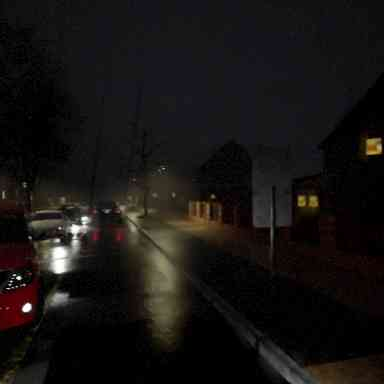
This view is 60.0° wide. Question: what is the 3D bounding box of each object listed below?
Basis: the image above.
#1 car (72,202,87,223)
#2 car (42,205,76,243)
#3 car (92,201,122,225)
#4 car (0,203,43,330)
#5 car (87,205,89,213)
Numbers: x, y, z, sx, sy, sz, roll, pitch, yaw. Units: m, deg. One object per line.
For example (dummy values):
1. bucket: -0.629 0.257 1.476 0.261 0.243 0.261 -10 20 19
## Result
1. car: -9.775 1.730 26.515 1.994 1.385 4.181 -1 0 -15
2. car: -7.183 1.649 16.791 1.812 1.442 4.674 -1 0 -15
3. car: -6.645 1.466 25.872 2.097 1.767 4.553 -1 0 -15
4. car: -4.333 1.293 6.828 2.150 2.045 5.566 -1 0 -25
5. car: -12.384 1.810 36.459 1.895 1.301 4.718 -1 0 -15
